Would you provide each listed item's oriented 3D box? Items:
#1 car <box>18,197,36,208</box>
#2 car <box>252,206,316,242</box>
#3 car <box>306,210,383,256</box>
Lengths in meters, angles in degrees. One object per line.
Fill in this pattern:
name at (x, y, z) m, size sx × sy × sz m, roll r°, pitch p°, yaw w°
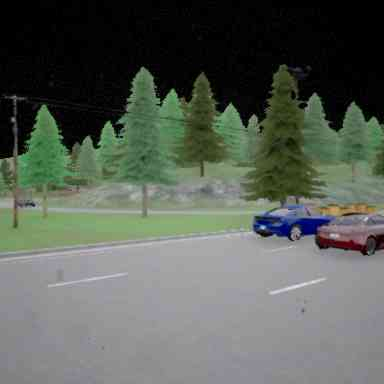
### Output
car at (-24.093, 1.493, 47.735) m, size 2.033 × 1.411 × 5.357 m, roll -1°, pitch 0°, yaw -41°
car at (5.119, 1.389, 15.999) m, size 5.008 × 1.535 × 1.882 m, roll -1°, pitch 0°, yaw -35°
car at (6.621, 1.480, 12.776) m, size 4.181 × 1.385 × 1.994 m, roll -1°, pitch 0°, yaw -35°
